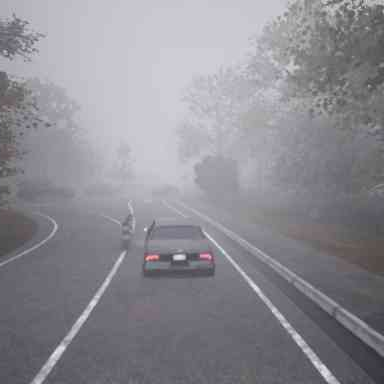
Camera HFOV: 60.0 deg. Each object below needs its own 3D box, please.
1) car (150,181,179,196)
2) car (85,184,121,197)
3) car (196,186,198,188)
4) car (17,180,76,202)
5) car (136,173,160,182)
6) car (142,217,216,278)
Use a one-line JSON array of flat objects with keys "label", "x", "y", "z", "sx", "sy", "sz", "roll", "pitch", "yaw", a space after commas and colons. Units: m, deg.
[{"label": "car", "x": -3.289, "y": -0.304, "z": 40.572, "sx": 2.033, "sy": 1.411, "sz": 5.357, "roll": 1, "pitch": 5, "yaw": 17}, {"label": "car", "x": -10.625, "y": -0.222, "z": 39.668, "sx": 4.181, "sy": 1.385, "sz": 1.994, "roll": -2, "pitch": 5, "yaw": -29}, {"label": "car", "x": 2.475, "y": -1.303, "z": 53.786, "sx": 4.181, "sy": 1.385, "sz": 1.994, "roll": -2, "pitch": 5, "yaw": -26}, {"label": "car", "x": -14.974, "y": -0.167, "z": 34.399, "sx": 5.566, "sy": 2.045, "sz": 2.150, "roll": -1, "pitch": 4, "yaw": -13}, {"label": "car", "x": -9.699, "y": -3.159, "z": 73.587, "sx": 5.566, "sy": 2.045, "sz": 2.150, "roll": 2, "pitch": 5, "yaw": 29}, {"label": "car", "x": -0.496, "y": 1.467, "z": 9.994, "sx": 2.033, "sy": 1.411, "sz": 5.357, "roll": 0, "pitch": 1, "yaw": -5}]
